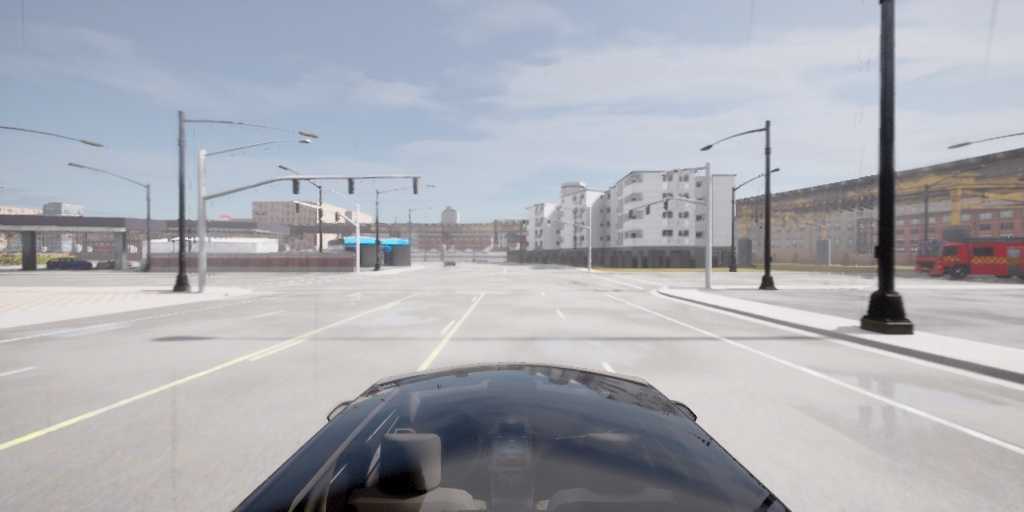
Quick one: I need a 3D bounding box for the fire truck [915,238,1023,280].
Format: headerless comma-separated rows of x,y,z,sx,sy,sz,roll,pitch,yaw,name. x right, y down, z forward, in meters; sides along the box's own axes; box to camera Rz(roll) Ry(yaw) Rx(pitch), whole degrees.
44.491,0.233,34.012,8.468,3.827,2.891,0,0,15,fire truck
